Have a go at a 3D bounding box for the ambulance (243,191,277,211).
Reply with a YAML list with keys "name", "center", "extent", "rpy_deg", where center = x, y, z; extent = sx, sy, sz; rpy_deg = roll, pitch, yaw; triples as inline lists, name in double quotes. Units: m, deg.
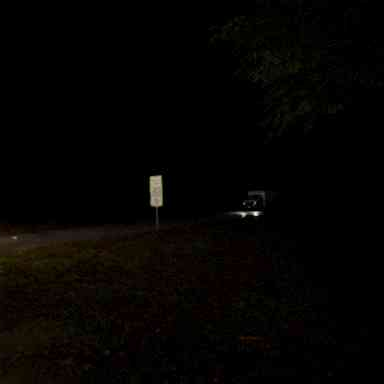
- name: "ambulance"
  center: [8.535, 1.083, 41.815]
  extent: [2.351, 2.431, 6.366]
  rpy_deg: [-3, -2, 35]
